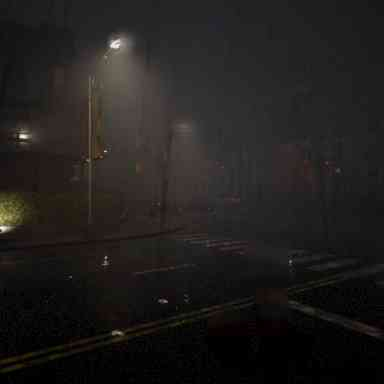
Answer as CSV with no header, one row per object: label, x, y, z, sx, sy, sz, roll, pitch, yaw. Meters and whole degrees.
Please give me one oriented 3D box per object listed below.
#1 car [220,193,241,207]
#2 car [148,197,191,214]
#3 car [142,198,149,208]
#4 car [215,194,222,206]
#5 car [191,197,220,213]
car,5.002,1.221,50.901,2.150,2.045,5.566,0,0,-34
car,-2.414,1.526,34.972,1.812,1.442,4.674,0,0,-35
car,-5.130,1.492,45.096,2.128,1.511,4.902,0,0,-34
car,1.744,1.478,49.483,1.882,1.535,5.008,0,0,-35
car,0.670,1.564,36.667,1.994,1.385,4.181,0,0,-35
